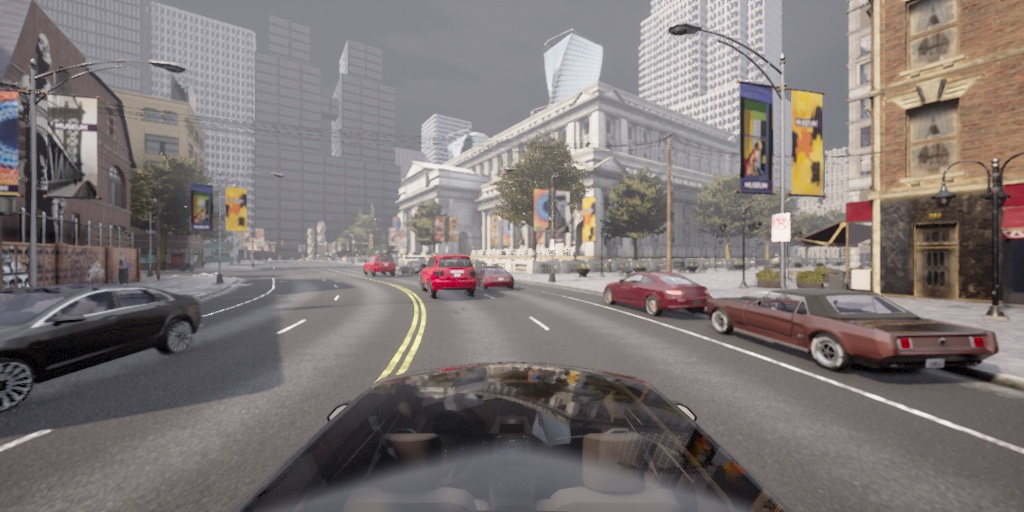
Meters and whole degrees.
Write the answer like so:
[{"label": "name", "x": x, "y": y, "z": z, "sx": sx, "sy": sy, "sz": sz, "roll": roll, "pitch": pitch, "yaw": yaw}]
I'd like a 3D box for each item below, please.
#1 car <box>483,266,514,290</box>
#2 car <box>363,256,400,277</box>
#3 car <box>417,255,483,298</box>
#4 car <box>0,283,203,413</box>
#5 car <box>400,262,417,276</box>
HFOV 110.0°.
[{"label": "car", "x": -1.446, "y": 1.320, "z": 22.737, "sx": 1.994, "sy": 1.385, "sz": 4.181, "roll": 0, "pitch": 0, "yaw": -23}, {"label": "car", "x": -13.434, "y": 0.988, "z": 36.204, "sx": 2.150, "sy": 2.045, "sz": 5.566, "roll": 0, "pitch": -1, "yaw": -34}, {"label": "car", "x": -3.472, "y": 0.979, "z": 18.904, "sx": 2.150, "sy": 2.045, "sz": 5.566, "roll": 0, "pitch": 0, "yaw": -21}, {"label": "car", "x": -7.536, "y": 1.249, "z": 5.872, "sx": 2.128, "sy": 1.511, "sz": 4.902, "roll": 0, "pitch": 0, "yaw": -8}, {"label": "car", "x": -10.323, "y": 1.315, "z": 37.856, "sx": 2.033, "sy": 1.411, "sz": 5.357, "roll": 0, "pitch": 0, "yaw": -34}]
